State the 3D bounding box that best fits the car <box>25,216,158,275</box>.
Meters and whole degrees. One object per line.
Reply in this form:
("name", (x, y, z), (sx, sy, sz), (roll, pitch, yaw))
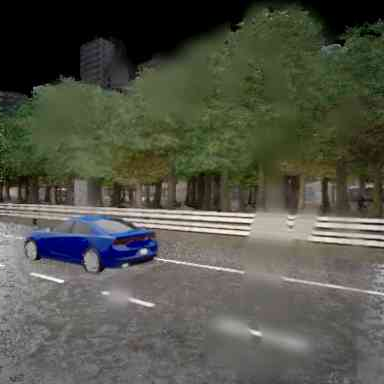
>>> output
("car", (-3.335, 1.495, 10.554), (5.008, 1.535, 1.882), (0, 0, 36))
